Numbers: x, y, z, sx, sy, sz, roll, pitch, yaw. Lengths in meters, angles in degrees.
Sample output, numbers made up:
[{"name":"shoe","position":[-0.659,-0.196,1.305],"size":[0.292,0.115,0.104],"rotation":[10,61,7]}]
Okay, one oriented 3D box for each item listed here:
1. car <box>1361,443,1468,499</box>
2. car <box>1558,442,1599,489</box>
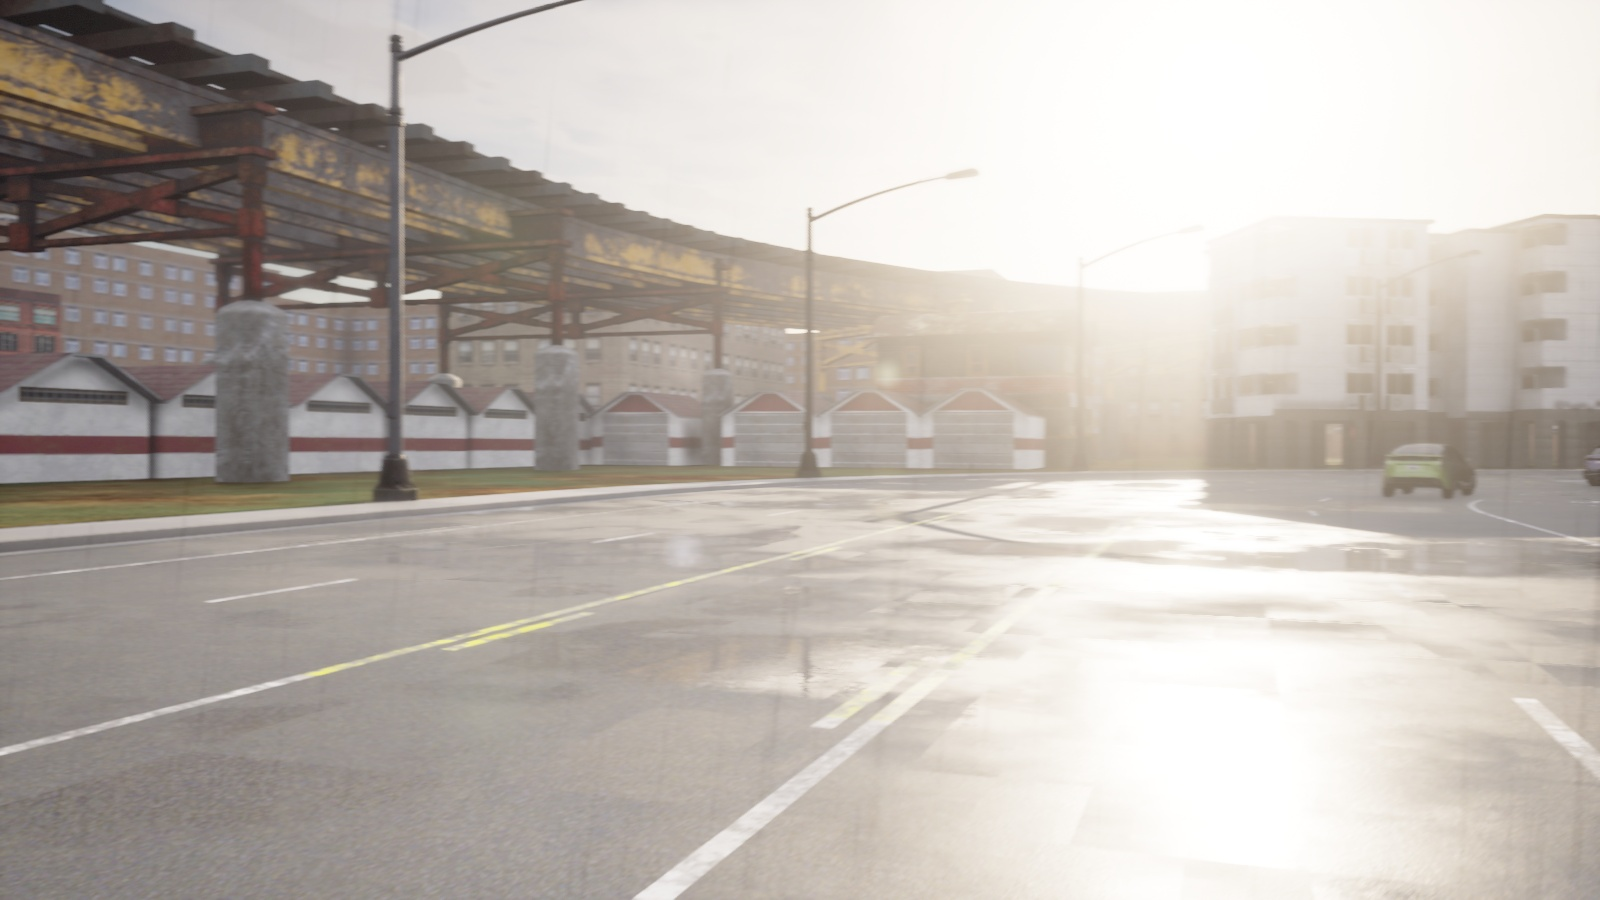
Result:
[{"name":"car","position":[17.887,0.565,36.471],"size":[2.007,1.525,4.514],"rotation":[1,0,36]},{"name":"car","position":[30.153,0.555,45.641],"size":[4.856,1.649,2.033],"rotation":[0,0,-24]}]
